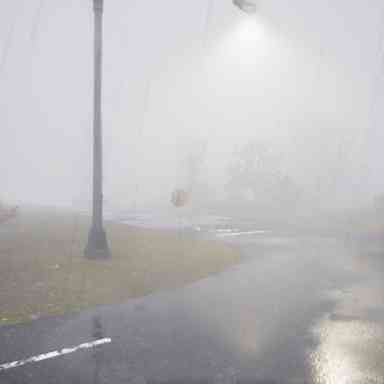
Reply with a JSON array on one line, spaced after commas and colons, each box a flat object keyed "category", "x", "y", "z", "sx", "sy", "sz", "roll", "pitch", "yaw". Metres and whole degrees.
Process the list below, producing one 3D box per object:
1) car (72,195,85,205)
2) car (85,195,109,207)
[{"category": "car", "x": -19.451, "y": 1.242, "z": 58.260, "sx": 2.097, "sy": 1.767, "sz": 4.553, "roll": 0, "pitch": 0, "yaw": -33}, {"category": "car", "x": -13.879, "y": 1.400, "z": 49.652, "sx": 2.128, "sy": 1.511, "sz": 4.902, "roll": 0, "pitch": 0, "yaw": -33}]
